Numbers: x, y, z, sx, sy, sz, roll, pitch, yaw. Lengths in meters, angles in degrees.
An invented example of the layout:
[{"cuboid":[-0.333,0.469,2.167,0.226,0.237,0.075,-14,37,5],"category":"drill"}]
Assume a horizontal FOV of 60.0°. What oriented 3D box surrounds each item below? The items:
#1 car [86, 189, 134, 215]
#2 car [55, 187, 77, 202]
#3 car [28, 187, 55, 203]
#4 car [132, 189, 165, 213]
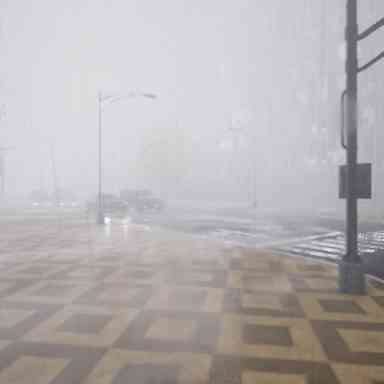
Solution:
[{"cuboid":[-7.064,0.869,27.588,2.097,1.767,4.553,0,1,-38],"category":"car"},{"cuboid":[-18.321,0.303,47.371,2.150,2.045,5.566,0,1,-38],"category":"car"},{"cuboid":[-20.742,0.459,45.187,2.097,1.767,4.553,0,1,-38],"category":"car"},{"cuboid":[-4.636,0.726,29.754,2.150,2.045,5.566,0,1,-38],"category":"car"}]
